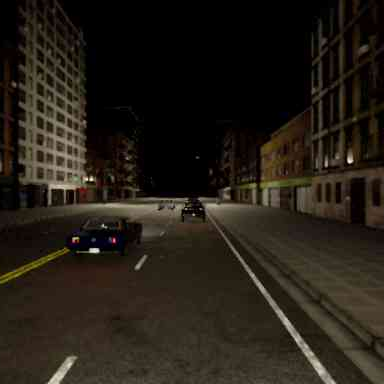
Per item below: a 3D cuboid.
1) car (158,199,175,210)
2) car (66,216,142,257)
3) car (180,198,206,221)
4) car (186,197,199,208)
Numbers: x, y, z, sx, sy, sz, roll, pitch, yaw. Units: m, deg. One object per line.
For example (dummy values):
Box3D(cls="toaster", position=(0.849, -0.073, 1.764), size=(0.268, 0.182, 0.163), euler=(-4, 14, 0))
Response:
Box3D(cls="car", position=(-3.149, 1.602, 42.567), size=(1.895, 1.301, 4.718), euler=(0, 0, 0))
Box3D(cls="car", position=(-3.151, 1.600, 12.979), size=(1.895, 1.301, 4.718), euler=(0, 0, 0))
Box3D(cls="car", position=(0.100, 1.489, 27.082), size=(2.128, 1.511, 4.902), euler=(0, 0, 0))
Box3D(cls="car", position=(0.103, 1.530, 48.558), size=(1.812, 1.442, 4.674), euler=(0, 0, 0))
